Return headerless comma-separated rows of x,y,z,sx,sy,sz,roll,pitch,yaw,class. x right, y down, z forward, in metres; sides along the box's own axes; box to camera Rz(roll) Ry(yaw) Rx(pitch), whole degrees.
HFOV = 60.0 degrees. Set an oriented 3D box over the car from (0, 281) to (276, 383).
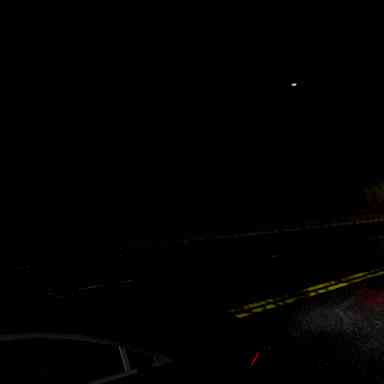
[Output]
-1.434,1.492,2.440,4.902,1.511,2.128,0,0,-36,car
